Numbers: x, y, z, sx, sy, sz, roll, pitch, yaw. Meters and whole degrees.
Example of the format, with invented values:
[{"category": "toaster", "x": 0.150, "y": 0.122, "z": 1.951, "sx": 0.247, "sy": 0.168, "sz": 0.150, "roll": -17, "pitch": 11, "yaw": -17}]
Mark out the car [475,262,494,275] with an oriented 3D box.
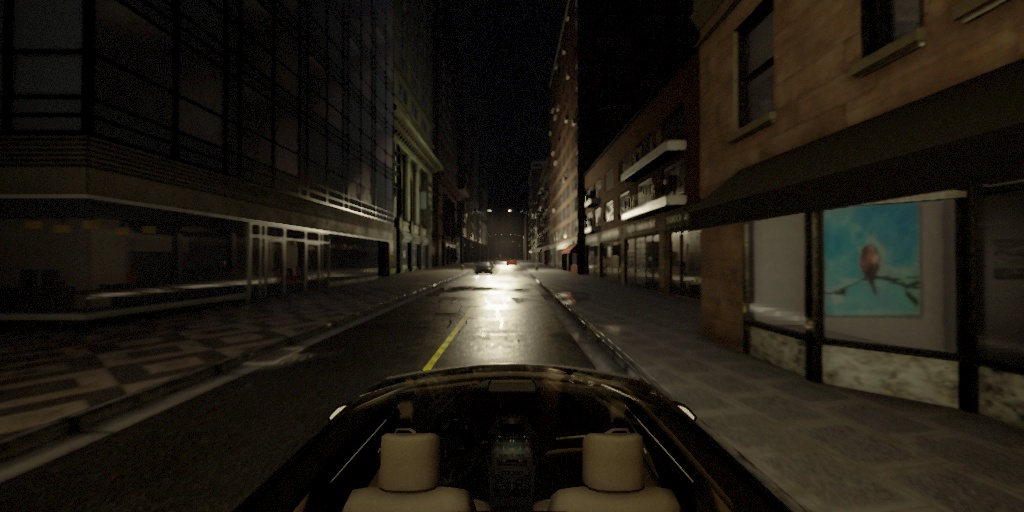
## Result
[{"category": "car", "x": -3.025, "y": 1.366, "z": 40.163, "sx": 2.033, "sy": 1.411, "sz": 5.357, "roll": 0, "pitch": 0, "yaw": 0}]
